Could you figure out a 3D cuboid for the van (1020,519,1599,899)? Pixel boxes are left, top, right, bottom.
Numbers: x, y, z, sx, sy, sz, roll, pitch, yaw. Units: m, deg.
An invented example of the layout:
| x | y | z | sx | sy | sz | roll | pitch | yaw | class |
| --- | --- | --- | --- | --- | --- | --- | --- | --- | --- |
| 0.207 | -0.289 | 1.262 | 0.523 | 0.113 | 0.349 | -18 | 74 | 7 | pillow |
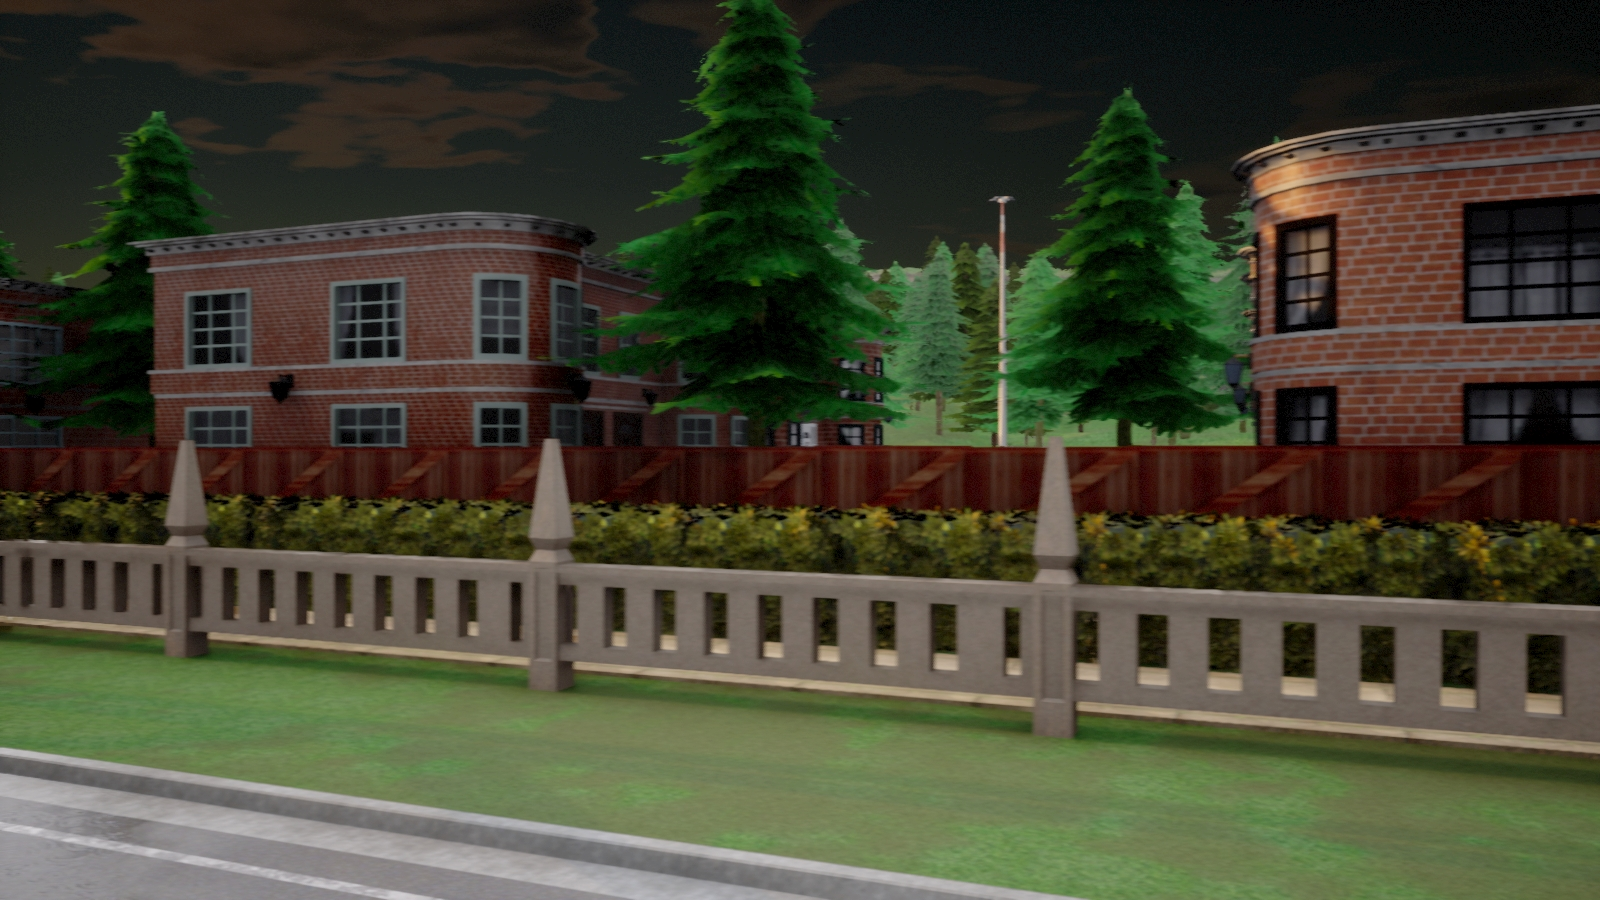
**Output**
| x | y | z | sx | sy | sz | roll | pitch | yaw | class |
| --- | --- | --- | --- | --- | --- | --- | --- | --- | --- |
| 3.461 | 1.533 | 1.590 | 5.915 | 2.561 | 1.988 | 0 | 0 | 36 | van |
